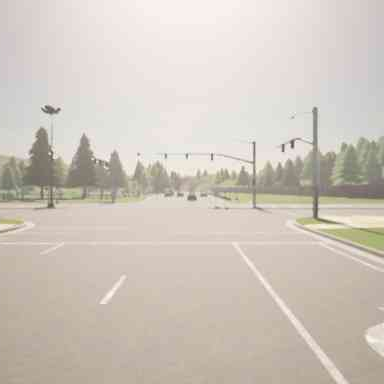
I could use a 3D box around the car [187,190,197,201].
[{"bbox_3d":[-0.009,0.946,65.882,1.882,1.535,5.008,0,0,0],"label":"car"}]
